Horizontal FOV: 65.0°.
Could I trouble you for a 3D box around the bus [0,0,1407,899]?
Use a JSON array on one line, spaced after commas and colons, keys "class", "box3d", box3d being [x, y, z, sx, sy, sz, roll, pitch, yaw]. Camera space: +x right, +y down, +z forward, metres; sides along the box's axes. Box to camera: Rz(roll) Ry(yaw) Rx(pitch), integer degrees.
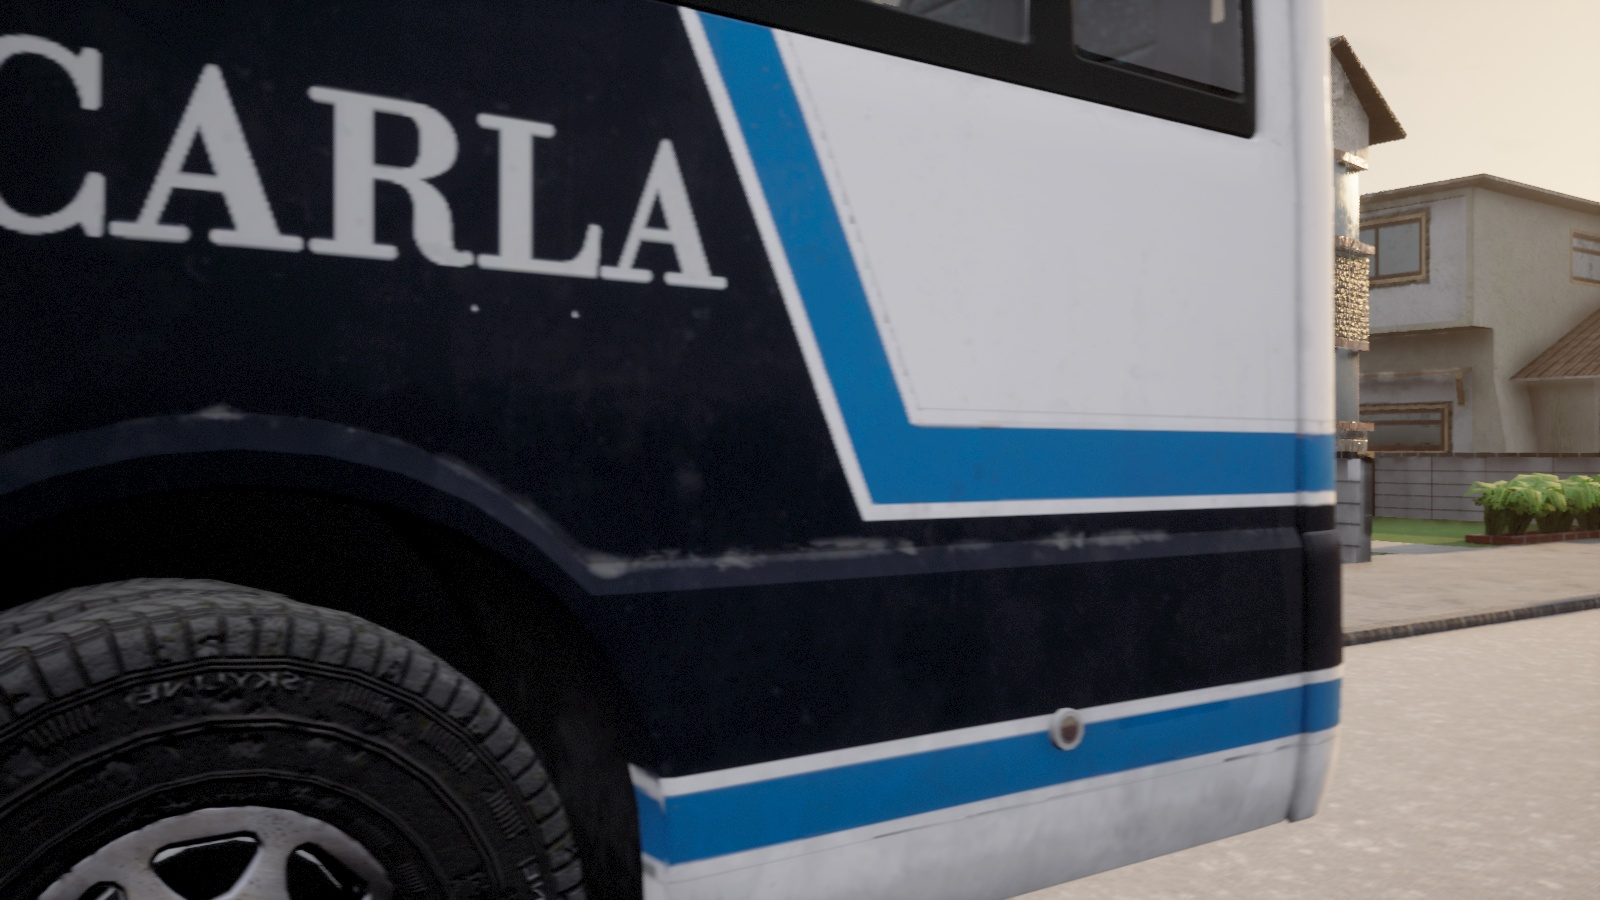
[{"class": "bus", "box3d": [-3.989, -0.619, 1.497, 10.273, 4.253, 3.944, 0, 0, -35]}]
